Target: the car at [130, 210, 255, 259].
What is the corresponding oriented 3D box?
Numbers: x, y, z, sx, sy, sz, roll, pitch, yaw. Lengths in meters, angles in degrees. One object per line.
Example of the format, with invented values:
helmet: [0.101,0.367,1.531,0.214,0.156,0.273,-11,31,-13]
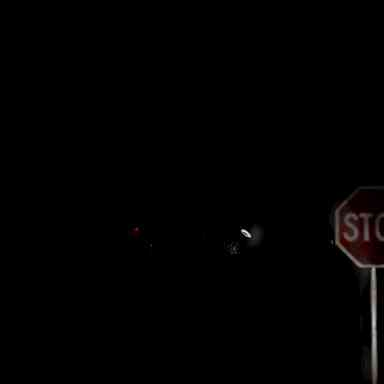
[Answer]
car: [0.048,1.476,12.607,4.553,1.767,2.097,0,-1,0]
